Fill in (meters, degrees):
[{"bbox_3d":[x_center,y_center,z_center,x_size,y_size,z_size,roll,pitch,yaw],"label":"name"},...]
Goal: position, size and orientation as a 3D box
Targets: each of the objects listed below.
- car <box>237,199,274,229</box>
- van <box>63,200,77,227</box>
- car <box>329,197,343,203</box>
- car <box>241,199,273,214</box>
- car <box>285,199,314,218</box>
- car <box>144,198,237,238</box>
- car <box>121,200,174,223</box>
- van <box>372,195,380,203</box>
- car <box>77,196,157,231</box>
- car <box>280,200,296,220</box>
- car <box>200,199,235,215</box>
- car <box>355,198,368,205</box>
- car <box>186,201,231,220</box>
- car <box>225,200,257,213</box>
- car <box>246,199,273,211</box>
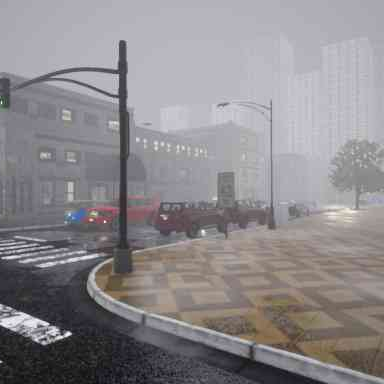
[{"bbox_3d":[3.294,1.367,22.330,2.192,1.841,5.009,-1,-1,35],"label":"car"},{"bbox_3d":[-6.738,1.414,22.668,1.690,1.788,3.998,-1,0,35],"label":"van"},{"bbox_3d":[34.796,1.914,81.249,2.008,1.369,4.403,-1,-1,35],"label":"car"},{"bbox_3d":[7.581,1.639,38.355,1.837,1.490,4.892,0,0,36],"label":"car"},{"bbox_3d":[9.686,1.657,31.341,1.947,1.339,4.313,-1,-1,35],"label":"car"},{"bbox_3d":[0.099,1.350,17.823,2.192,1.841,5.009,-1,-1,35],"label":"car"},{"bbox_3d":[-3.543,1.531,27.173,1.967,1.590,4.097,-1,-1,35],"label":"car"},{"bbox_3d":[44.828,1.693,80.914,1.690,1.788,3.998,-1,-1,35],"label":"van"},{"bbox_3d":[-4.285,1.285,21.647,2.150,2.045,5.566,0,0,35],"label":"car"},{"bbox_3d":[6.490,1.616,26.834,1.887,1.381,4.507,-1,-1,35],"label":"car"},{"bbox_3d":[2.847,1.570,36.187,1.967,1.590,4.097,-1,-1,35],"label":"car"},{"bbox_3d":[32.050,1.801,62.885,2.008,1.369,4.403,-1,-1,35],"label":"car"},{"bbox_3d":[1.550,1.622,29.858,1.812,1.442,4.674,0,0,36],"label":"car"},{"bbox_3d":[6.042,1.701,40.691,2.008,1.369,4.403,-1,-1,35],"label":"car"},{"bbox_3d":[9.237,1.722,45.198,2.008,1.369,4.403,-1,-1,35],"label":"car"}]
